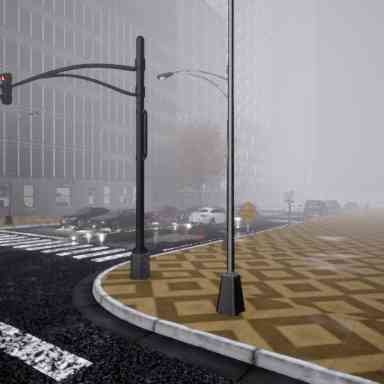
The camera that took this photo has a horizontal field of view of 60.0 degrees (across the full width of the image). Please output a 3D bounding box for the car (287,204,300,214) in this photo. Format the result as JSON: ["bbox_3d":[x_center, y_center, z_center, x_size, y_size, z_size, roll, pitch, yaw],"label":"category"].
[{"bbox_3d":[15.136,2.420,48.303,1.812,1.442,4.674,0,-1,33],"label":"car"}]

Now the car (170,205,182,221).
[{"bbox_3d":[0.346,2.003,31.685,1.837,1.490,4.892,0,-1,33],"label":"car"}]

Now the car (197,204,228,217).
[{"bbox_3d":[2.596,2.223,41.160,1.994,1.385,4.181,0,-1,32],"label":"car"}]

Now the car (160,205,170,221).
[{"bbox_3d":[-2.797,2.007,32.810,1.812,1.442,4.674,0,-1,33],"label":"car"}]

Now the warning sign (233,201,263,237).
[{"bbox_3d":[3.136,1.454,18.552,1.300,1.860,1.060,1,1,33],"label":"warning sign"}]

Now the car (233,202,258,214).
[{"bbox_3d":[8.062,2.315,49.542,1.882,1.535,5.008,0,-1,33],"label":"car"}]

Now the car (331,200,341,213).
[{"bbox_3d":[22.408,2.267,53.509,2.150,2.045,5.566,0,-1,33],"label":"car"}]

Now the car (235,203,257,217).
[{"bbox_3d":[5.785,2.204,40.093,1.812,1.442,4.674,0,-1,33],"label":"car"}]

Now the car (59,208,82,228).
[{"bbox_3d":[-7.724,1.844,25.166,1.812,1.442,4.674,0,-1,31],"label":"car"}]

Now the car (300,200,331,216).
[{"bbox_3d":[16.580,2.077,44.480,2.150,2.045,5.566,0,-1,33],"label":"car"}]

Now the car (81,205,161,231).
[{"bbox_3d":[-4.856,1.874,23.628,2.033,1.411,5.357,0,-1,33],"label":"car"}]

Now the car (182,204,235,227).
[{"bbox_3d":[1.479,1.969,27.047,1.812,1.442,4.674,0,-1,33],"label":"car"}]

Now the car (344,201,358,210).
[{"bbox_3d":[31.503,2.662,65.686,2.097,1.767,4.553,0,-1,33],"label":"car"}]
